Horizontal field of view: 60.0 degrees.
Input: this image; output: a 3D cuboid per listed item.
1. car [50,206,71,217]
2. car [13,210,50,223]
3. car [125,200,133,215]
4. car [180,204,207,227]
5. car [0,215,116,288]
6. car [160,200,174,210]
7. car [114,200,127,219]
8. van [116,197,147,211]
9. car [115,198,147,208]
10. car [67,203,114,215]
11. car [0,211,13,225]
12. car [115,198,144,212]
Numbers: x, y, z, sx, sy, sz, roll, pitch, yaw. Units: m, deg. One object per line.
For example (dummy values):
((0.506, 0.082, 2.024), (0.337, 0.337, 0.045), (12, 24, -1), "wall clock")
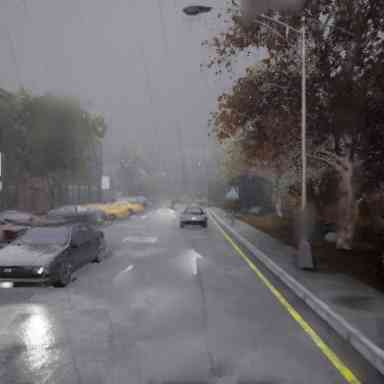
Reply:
((-9.156, 1.724, 17.874), (4.674, 1.452, 2.002), (-1, -1, -20), "car")
((-9.142, 1.678, 14.882), (4.792, 1.488, 2.163), (-1, -1, -20), "car")
((-8.930, 1.859, 32.939), (5.366, 1.575, 1.946), (-1, -1, -20), "car")
((0.129, 1.850, 25.374), (1.994, 1.385, 4.181), (0, -1, 0), "car")
((-3.987, 1.653, 9.833), (2.033, 1.411, 5.357), (0, -1, 0), "car")
((-3.813, 1.966, 51.965), (2.128, 1.511, 4.902), (0, 0, 1), "car")
((-8.936, 1.823, 29.938), (5.366, 1.575, 1.946), (-1, -1, -20), "car")
((-9.256, 1.737, 50.841), (4.442, 1.987, 1.878), (-1, 0, -20), "van")
((-9.121, 1.967, 44.893), (5.008, 1.535, 2.097), (-1, 0, -20), "car")
((-9.126, 1.792, 26.874), (4.892, 1.521, 2.231), (-1, -1, -20), "car")
((-9.220, 1.489, 11.864), (4.553, 1.767, 2.185), (-1, -1, -20), "car")
((-9.274, 1.962, 41.825), (5.366, 1.575, 1.946), (-1, 0, -20), "car")
